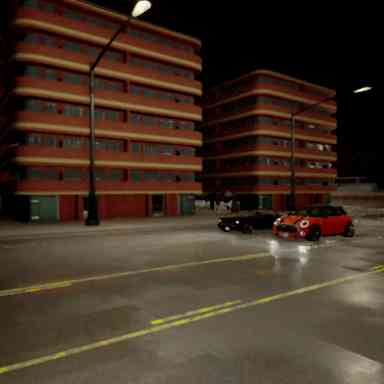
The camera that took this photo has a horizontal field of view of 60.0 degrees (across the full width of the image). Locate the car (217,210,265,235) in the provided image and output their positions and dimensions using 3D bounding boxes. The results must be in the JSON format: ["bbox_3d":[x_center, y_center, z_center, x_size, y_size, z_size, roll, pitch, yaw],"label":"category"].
[{"bbox_3d":[3.748,1.722,19.551,4.718,1.301,1.895,1,0,-35],"label":"car"}]

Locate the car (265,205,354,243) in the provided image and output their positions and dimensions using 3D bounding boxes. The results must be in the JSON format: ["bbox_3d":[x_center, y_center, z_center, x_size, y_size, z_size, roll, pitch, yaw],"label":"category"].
[{"bbox_3d":[6.255,1.480,17.040,4.553,1.767,2.097,1,0,-35],"label":"car"}]
